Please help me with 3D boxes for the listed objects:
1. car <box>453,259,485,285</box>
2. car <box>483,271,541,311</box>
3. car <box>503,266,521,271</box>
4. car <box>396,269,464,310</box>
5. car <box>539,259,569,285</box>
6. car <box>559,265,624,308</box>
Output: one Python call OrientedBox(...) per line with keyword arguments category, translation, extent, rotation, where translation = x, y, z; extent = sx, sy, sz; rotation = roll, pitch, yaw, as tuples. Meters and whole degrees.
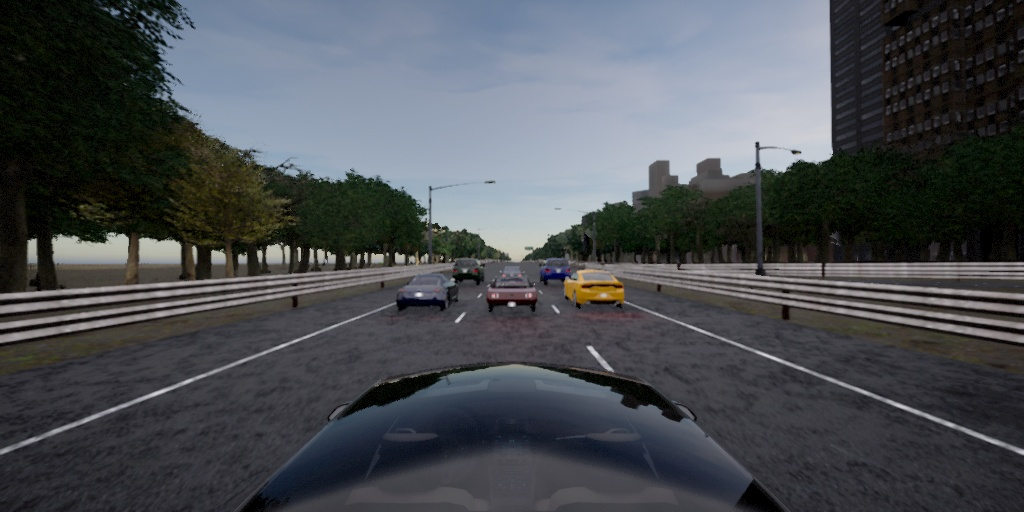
OrientedBox(category="car", translation=(-3.503, 1.235, 29.449), extent=(2.150, 2.045, 5.566), rotation=(0, 0, 0))
OrientedBox(category="car", translation=(0.013, 1.480, 15.133), extent=(1.895, 1.301, 4.718), rotation=(0, -1, 0))
OrientedBox(category="car", translation=(-0.003, 1.557, 29.390), extent=(2.033, 1.411, 5.357), rotation=(0, 0, 0))
OrientedBox(category="car", translation=(-3.484, 1.447, 15.509), extent=(1.994, 1.385, 4.181), rotation=(0, 0, 0))
OrientedBox(category="car", translation=(3.497, 1.235, 29.448), extent=(2.150, 2.045, 5.566), rotation=(0, 0, 0))
OrientedBox(category="car", translation=(3.519, 1.366, 16.130), extent=(1.882, 1.535, 5.008), rotation=(0, 0, 0))
